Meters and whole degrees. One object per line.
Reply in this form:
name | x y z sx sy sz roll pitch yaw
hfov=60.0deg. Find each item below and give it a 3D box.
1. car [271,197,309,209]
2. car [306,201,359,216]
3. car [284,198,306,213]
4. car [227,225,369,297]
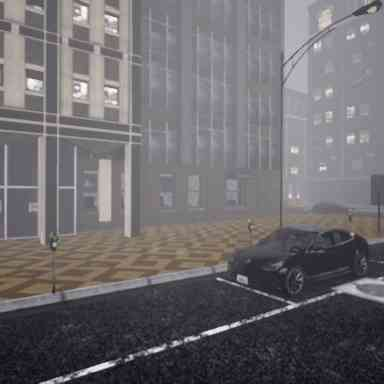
car | 13.059 1.467 44.513 1.752 1.417 4.829 0 0 -36
car | 12.956 1.509 30.287 1.802 1.307 4.206 0 0 -36
car | 9.753 1.442 34.749 1.752 1.417 4.829 0 0 -36
car | 2.887 1.561 8.621 4.313 1.339 1.947 0 0 -36
